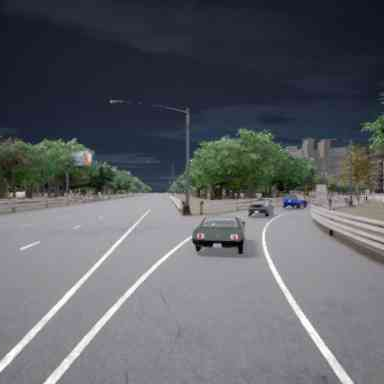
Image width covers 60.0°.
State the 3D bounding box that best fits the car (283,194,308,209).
[{"bbox_3d":[14.556,1.305,46.711,2.150,2.045,5.566,0,0,34],"label":"car"}]

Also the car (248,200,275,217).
[{"bbox_3d":[6.785,1.545,32.261,1.837,1.490,4.892,0,0,23],"label":"car"}]

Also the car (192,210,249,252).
[{"bbox_3d":[1.303,1.610,13.984,1.895,1.301,4.718,0,0,10],"label":"car"}]
